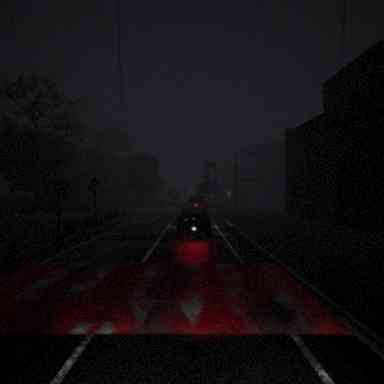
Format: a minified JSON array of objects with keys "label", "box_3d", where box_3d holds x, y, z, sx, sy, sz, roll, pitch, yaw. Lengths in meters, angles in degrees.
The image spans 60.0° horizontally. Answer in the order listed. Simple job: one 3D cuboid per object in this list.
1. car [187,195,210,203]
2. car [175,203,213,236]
[{"label":"car","box_3d":[0.650,1.351,35.059,2.150,2.045,5.566,0,0,5]},{"label":"car","box_3d":[0.113,1.583,18.865,1.837,1.490,4.892,0,-1,0]}]
